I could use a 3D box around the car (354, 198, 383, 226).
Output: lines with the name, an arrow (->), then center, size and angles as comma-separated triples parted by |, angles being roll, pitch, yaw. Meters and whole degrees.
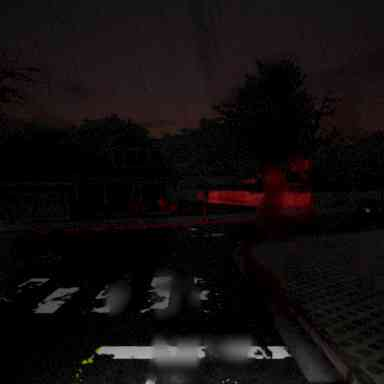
car -> 13.187, 1.207, 22.639 | 4.553, 1.767, 2.097 | -1, 3, -31
